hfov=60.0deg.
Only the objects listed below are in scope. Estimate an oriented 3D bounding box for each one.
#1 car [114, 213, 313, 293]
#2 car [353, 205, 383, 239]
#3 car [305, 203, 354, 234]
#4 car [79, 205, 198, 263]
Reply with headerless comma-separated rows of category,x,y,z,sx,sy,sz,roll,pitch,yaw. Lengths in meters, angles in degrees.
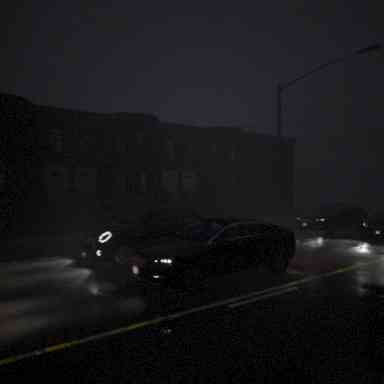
car,0.732,1.449,8.836,4.902,1.511,2.128,-1,0,-36
car,9.612,1.372,15.212,4.674,1.442,1.812,-1,0,-36
car,7.664,1.343,18.126,4.902,1.511,2.128,-1,0,-36
car,-1.498,1.321,11.547,4.553,1.767,2.097,0,0,-35
